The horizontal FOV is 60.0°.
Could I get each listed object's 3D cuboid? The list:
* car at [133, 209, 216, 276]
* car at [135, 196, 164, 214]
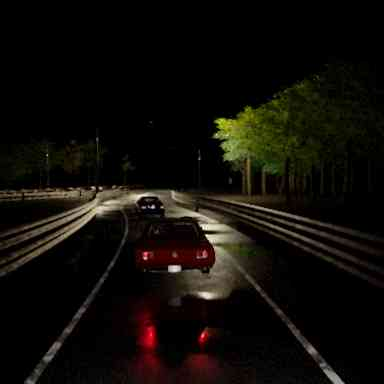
[{"bbox_3d":[-0.597,1.398,9.708,1.895,1.301,4.718,0,1,-5],"label":"car"},{"bbox_3d":[-3.199,1.016,24.788,2.033,1.411,5.357,-1,1,-13],"label":"car"}]
